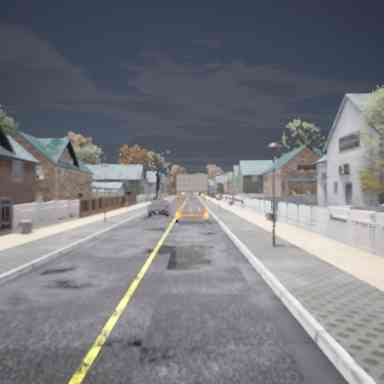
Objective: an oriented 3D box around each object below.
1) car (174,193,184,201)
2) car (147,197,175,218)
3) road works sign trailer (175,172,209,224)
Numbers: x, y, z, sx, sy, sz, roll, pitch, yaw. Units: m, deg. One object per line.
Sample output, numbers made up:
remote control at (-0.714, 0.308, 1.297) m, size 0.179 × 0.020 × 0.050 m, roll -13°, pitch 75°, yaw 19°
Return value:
car at (-2.741, 1.067, 72.124) m, size 2.097 × 1.767 × 4.553 m, roll 0°, pitch 0°, yaw 0°
car at (-2.843, 1.418, 29.711) m, size 1.837 × 1.490 × 4.892 m, roll 0°, pitch 0°, yaw 0°
road works sign trailer at (0.003, 0.396, 23.747) m, size 2.380 × 3.560 × 2.880 m, roll 0°, pitch 0°, yaw 0°
